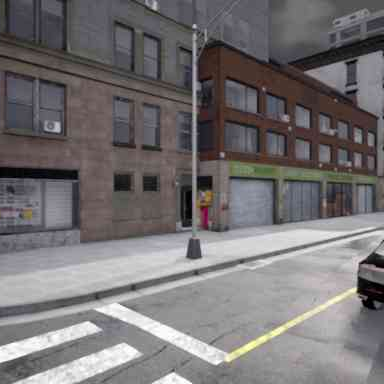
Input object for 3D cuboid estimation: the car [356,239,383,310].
[{"bbox_3d":[5.017,1.490,6.800,4.902,1.511,2.128,0,0,-44],"label":"car"}]
